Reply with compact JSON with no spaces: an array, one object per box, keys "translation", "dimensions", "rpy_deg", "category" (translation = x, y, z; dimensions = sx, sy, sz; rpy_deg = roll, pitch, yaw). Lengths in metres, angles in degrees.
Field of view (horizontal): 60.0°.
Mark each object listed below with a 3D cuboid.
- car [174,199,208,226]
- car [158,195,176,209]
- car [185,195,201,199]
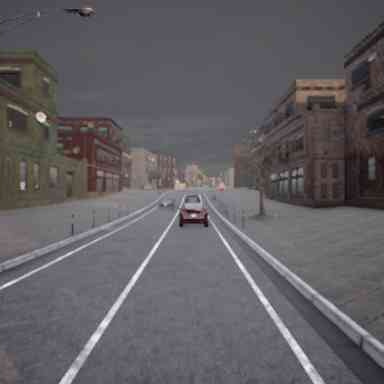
[{"translation":[0.107,1.540,23.767],"dimensions":[2.163,1.488,4.792],"rpy_deg":[0,0,0],"category":"car"},{"translation":[-3.073,1.200,41.296],"dimensions":[2.128,1.511,4.902],"rpy_deg":[0,2,0],"category":"car"},{"translation":[0.107,1.135,41.600],"dimensions":[2.033,1.649,4.856],"rpy_deg":[0,2,0],"category":"car"}]
